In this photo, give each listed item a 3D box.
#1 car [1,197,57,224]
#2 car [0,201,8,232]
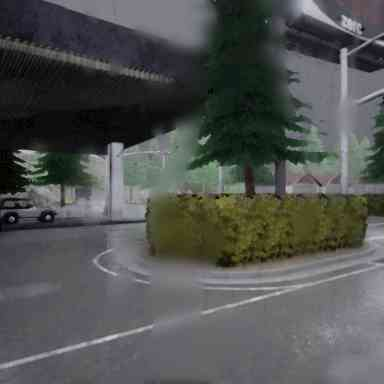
[{"bbox_3d":[-11.794,1.312,23.604,3.866,1.878,1.905,0,0,-36],"label":"car"},{"bbox_3d":[-11.995,1.480,16.475,4.611,1.667,2.242,0,0,-36],"label":"car"}]
